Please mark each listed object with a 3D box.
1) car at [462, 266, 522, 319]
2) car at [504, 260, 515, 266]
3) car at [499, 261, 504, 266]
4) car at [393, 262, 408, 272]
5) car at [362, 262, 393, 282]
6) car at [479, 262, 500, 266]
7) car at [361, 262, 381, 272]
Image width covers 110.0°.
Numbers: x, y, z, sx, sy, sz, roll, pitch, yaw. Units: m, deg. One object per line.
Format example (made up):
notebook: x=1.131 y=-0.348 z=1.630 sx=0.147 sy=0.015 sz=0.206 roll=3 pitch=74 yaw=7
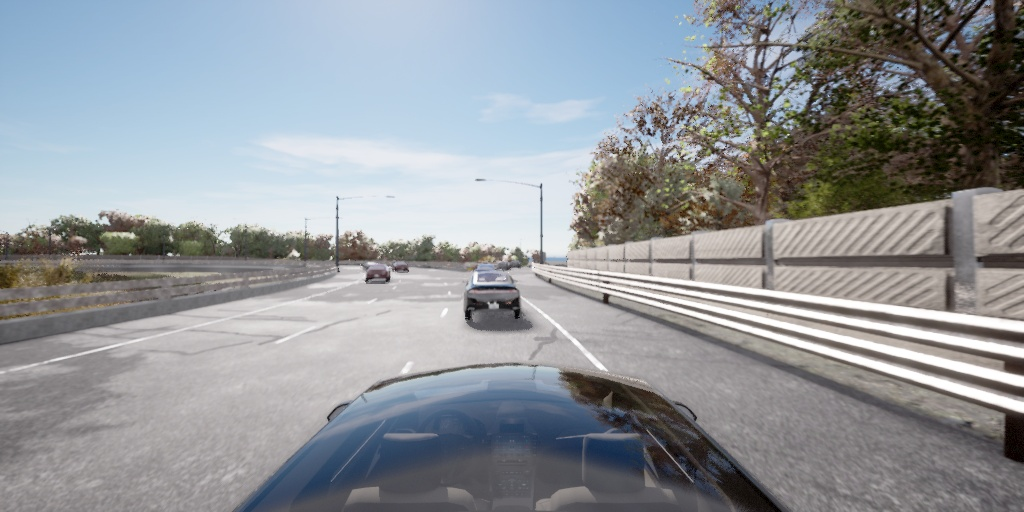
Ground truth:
car: x=-0.780 y=1.298 z=13.109 sx=2.128 sy=1.511 sz=4.902 roll=0 pitch=0 yaw=-6
car: x=-1.250 y=1.508 z=56.103 sx=2.128 sy=1.511 sz=4.902 roll=0 pitch=0 yaw=6
car: x=-2.257 y=1.540 z=39.962 sx=1.895 sy=1.301 sz=4.718 roll=0 pitch=0 yaw=1
car: x=-16.193 y=1.543 z=51.702 sx=1.812 sy=1.442 sz=4.674 roll=0 pitch=0 yaw=-27
car: x=-11.600 y=1.437 z=31.233 sx=1.812 sy=1.442 sz=4.674 roll=0 pitch=0 yaw=-16
car: x=-2.078 y=1.412 z=29.049 sx=1.812 sy=1.442 sz=4.674 roll=0 pitch=0 yaw=-3
car: x=-21.186 y=1.582 z=53.638 sx=2.033 sy=1.411 sz=5.357 roll=0 pitch=0 yaw=-30
